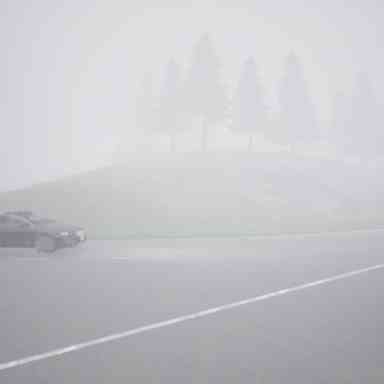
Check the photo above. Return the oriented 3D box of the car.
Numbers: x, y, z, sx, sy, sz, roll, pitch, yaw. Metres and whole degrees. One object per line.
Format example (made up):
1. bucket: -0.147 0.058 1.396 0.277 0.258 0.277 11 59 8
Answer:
1. car: -6.624 1.490 12.828 4.902 1.511 2.128 0 0 4
